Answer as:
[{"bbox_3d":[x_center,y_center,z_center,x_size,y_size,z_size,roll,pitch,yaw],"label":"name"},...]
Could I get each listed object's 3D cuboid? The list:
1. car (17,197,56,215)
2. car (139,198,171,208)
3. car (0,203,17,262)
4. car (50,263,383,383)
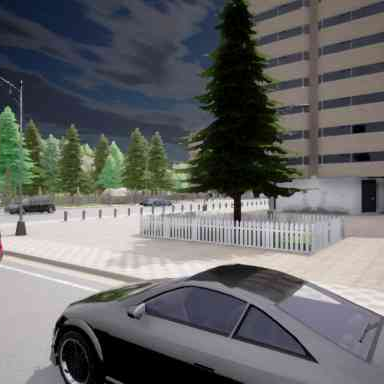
[{"bbox_3d":[-16.280,1.352,33.627,2.097,1.767,4.553,0,0,35],"label":"car"},{"bbox_3d":[-5.346,1.547,48.973,2.033,1.411,5.357,0,0,36],"label":"car"},{"bbox_3d":[-7.415,1.221,9.228,5.566,2.045,2.150,0,0,36],"label":"car"},{"bbox_3d":[0.274,1.564,3.796,4.181,1.385,1.994,0,0,35],"label":"car"}]
